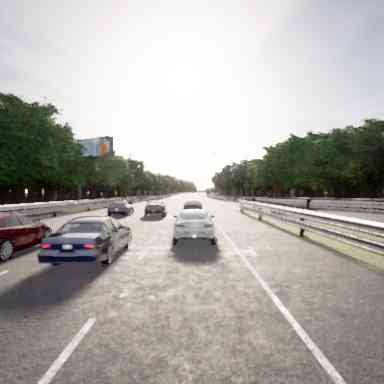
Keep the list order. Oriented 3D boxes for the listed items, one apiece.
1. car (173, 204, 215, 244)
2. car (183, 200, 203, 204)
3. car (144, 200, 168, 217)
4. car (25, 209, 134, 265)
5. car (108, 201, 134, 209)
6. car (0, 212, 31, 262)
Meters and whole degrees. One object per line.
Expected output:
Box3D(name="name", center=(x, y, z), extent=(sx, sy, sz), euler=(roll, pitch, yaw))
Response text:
Box3D(name="car", center=(0.094, 1.531, 15.712), extent=(1.812, 1.442, 4.674), euler=(0, 0, 0))
Box3D(name="car", center=(0.086, 1.519, 33.630), extent=(1.882, 1.535, 5.008), euler=(0, 0, 0))
Box3D(name="car", center=(-3.413, 1.528, 31.949), extent=(2.128, 1.511, 4.902), euler=(0, 0, 0))
Box3D(name="car", center=(-3.405, 1.549, 11.593), extent=(2.033, 1.411, 5.357), euler=(0, 0, 0))
Box3D(name="car", center=(-6.912, 1.602, 32.537), extent=(1.994, 1.385, 4.181), euler=(0, 0, 0))
Box3D(name="car", center=(-6.905, 1.480, 12.160), extent=(1.882, 1.535, 5.008), euler=(0, 0, 0))
